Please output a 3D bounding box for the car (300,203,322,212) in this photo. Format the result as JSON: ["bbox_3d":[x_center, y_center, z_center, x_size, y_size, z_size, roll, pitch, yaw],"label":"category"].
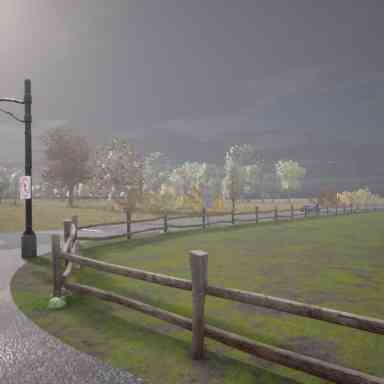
[{"bbox_3d":[18.970,2.449,52.928,2.033,1.411,5.357,-1,-2,40],"label":"car"}]
